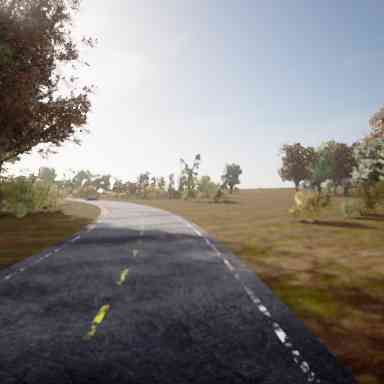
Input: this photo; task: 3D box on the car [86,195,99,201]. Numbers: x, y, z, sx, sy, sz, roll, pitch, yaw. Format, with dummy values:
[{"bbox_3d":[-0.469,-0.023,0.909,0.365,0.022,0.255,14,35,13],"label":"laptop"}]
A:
[{"bbox_3d":[-22.156,1.331,73.787,1.994,1.385,4.181,0,0,-30],"label":"car"}]
